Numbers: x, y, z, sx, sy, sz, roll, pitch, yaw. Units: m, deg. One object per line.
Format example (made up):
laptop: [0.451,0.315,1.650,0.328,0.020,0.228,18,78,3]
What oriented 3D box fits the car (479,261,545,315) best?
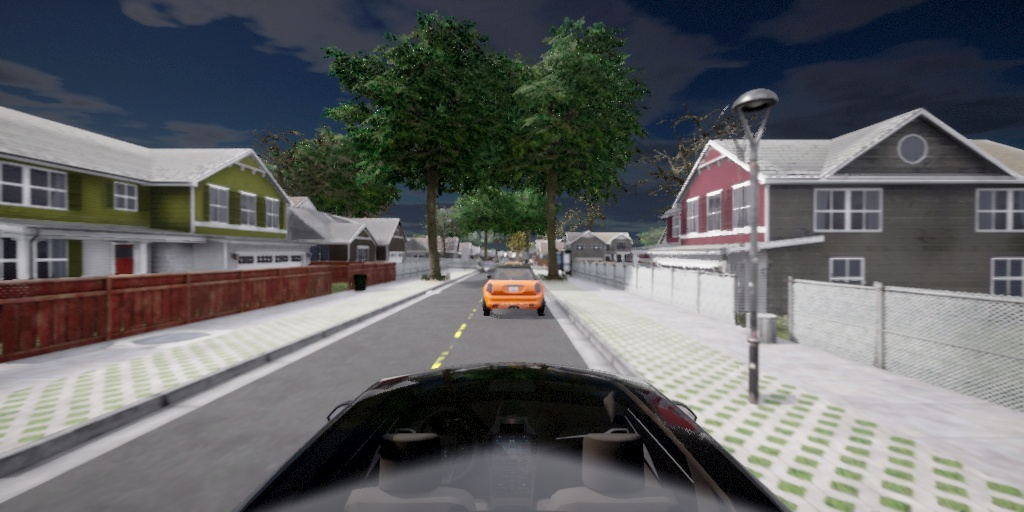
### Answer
car: [0.071,1.103,13.765,2.097,1.767,4.553,0,0,0]

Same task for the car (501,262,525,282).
car: [0.084,1.261,29.969,1.882,1.535,5.008,0,0,0]

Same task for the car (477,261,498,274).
car: [-2.804,1.318,42.387,2.128,1.511,4.902,0,0,0]
